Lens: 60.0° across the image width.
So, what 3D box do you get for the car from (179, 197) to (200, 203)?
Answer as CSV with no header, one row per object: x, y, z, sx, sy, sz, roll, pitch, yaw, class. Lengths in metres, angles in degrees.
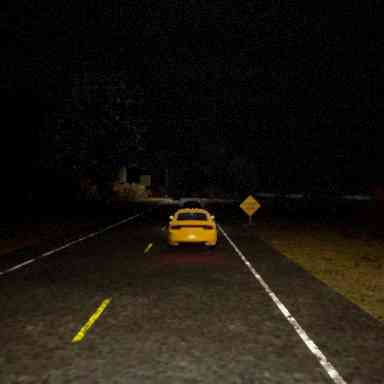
0.000,1.516,29.650,1.837,1.490,4.892,0,0,0,car

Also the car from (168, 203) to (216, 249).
0.000,1.485,14.650,1.882,1.535,5.008,0,0,0,car

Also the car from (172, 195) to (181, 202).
-3.500,1.485,76.637,2.033,1.411,5.357,0,0,0,car

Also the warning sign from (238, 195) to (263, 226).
3.545,1.114,20.275,1.300,1.860,1.060,0,0,0,warning sign
